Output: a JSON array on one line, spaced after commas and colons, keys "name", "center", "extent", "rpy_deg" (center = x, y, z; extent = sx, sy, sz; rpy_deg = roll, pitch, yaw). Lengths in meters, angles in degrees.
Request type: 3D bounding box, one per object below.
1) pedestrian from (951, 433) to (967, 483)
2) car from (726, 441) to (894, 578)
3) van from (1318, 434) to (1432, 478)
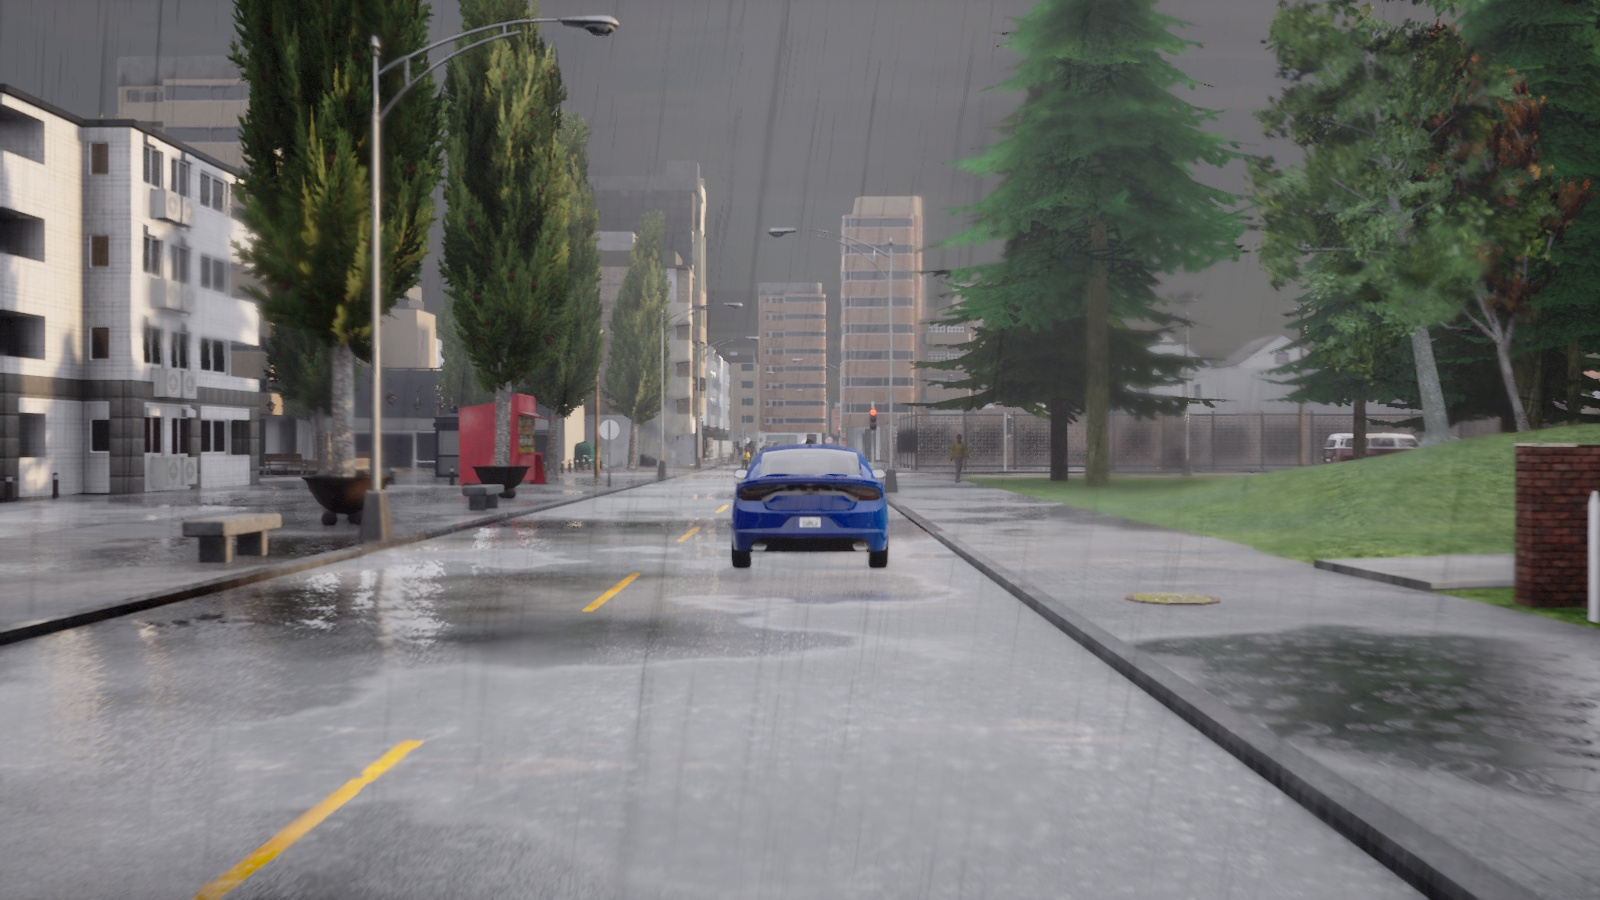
[{"name": "pedestrian", "center": [5.783, 0.288, 45.683], "extent": [0.431, 1.840, 0.709], "rpy_deg": [0, 0, -4]}, {"name": "car", "center": [0.128, 0.661, 16.622], "extent": [1.882, 1.535, 5.008], "rpy_deg": [0, 0, 0]}, {"name": "van", "center": [27.391, 0.265, 59.901], "extent": [4.480, 2.038, 2.069], "rpy_deg": [0, 0, 0]}]
